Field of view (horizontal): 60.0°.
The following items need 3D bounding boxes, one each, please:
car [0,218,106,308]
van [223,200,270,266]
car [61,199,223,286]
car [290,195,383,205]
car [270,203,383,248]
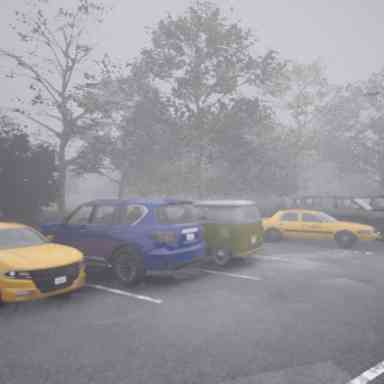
[{"bbox_3d":[-4.617,1.481,7.892,5.008,1.535,2.097,-1,-1,34],"label":"car"},{"bbox_3d":[0.105,1.248,11.383,4.442,1.987,1.878,-1,0,35],"label":"van"},{"bbox_3d":[-2.233,1.226,9.621,5.566,2.045,2.435,-1,0,34],"label":"car"},{"bbox_3d":[7.459,1.197,16.468,5.566,2.045,2.435,-1,-1,35],"label":"car"},{"bbox_3d":[5.183,1.452,14.670,5.366,1.575,1.946,-1,-1,34],"label":"car"}]
